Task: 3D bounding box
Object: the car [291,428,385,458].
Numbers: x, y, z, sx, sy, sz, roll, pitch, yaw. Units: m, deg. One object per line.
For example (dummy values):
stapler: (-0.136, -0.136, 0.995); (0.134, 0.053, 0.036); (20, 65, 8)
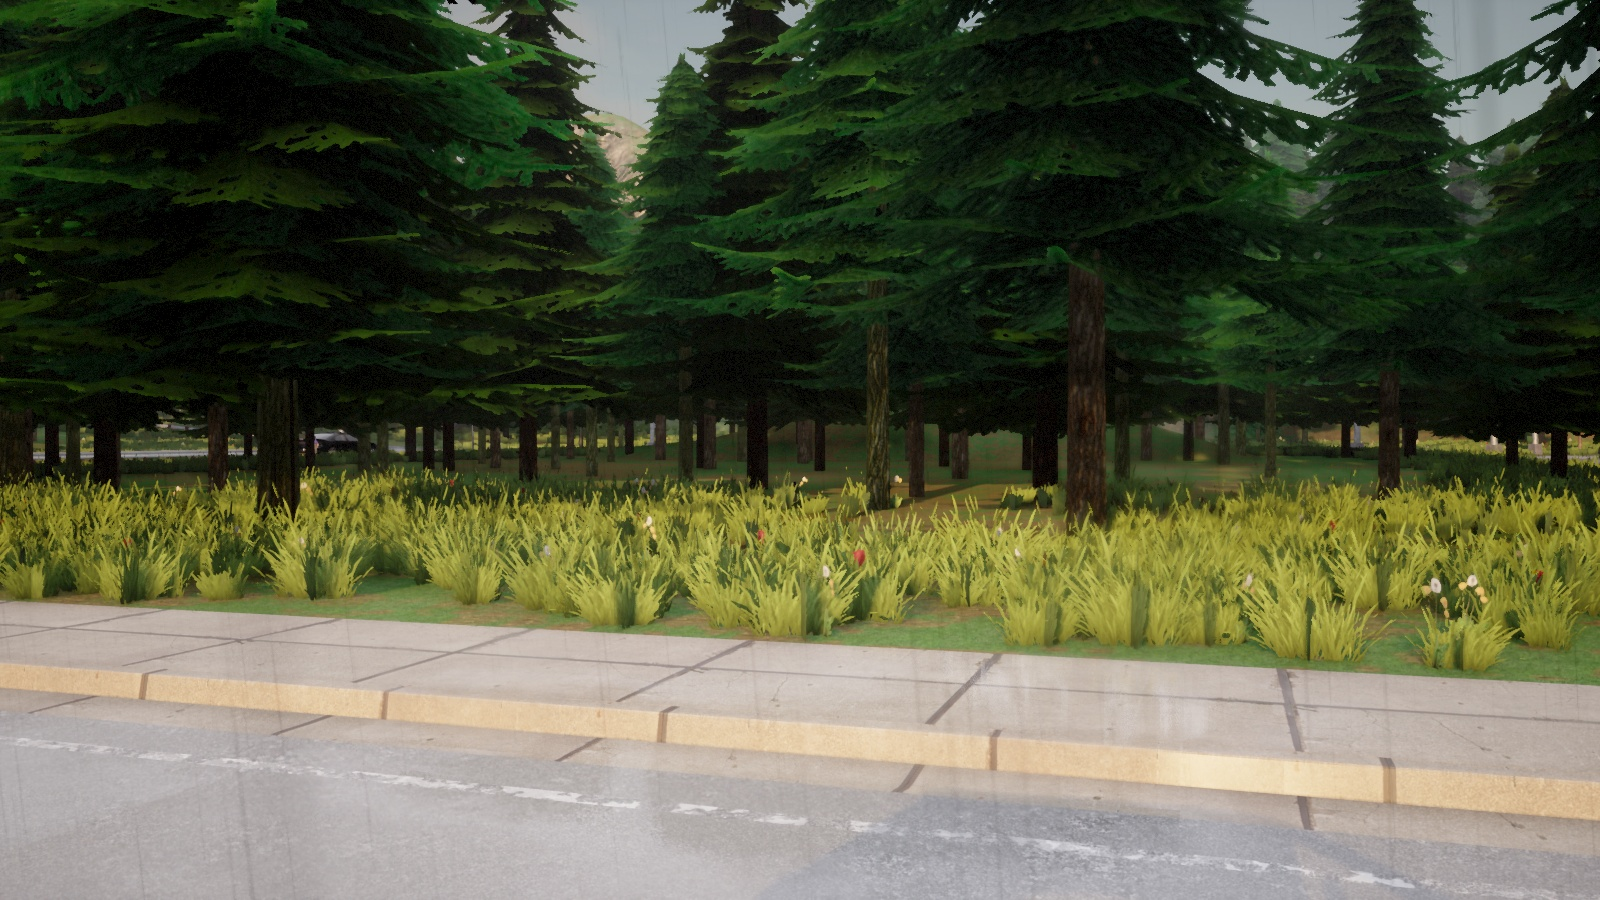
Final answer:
car: (-24.466, -0.382, 66.683); (1.882, 1.535, 5.008); (1, 1, 20)
